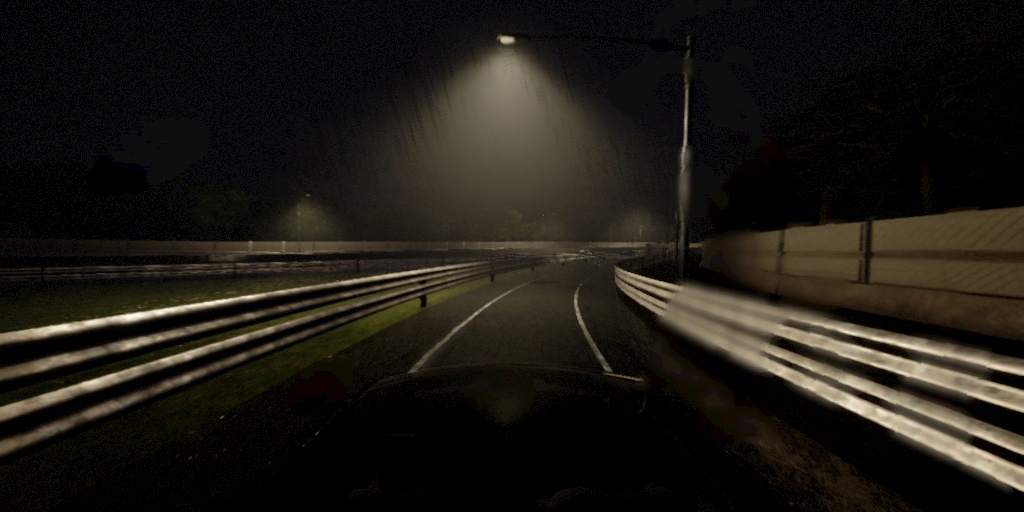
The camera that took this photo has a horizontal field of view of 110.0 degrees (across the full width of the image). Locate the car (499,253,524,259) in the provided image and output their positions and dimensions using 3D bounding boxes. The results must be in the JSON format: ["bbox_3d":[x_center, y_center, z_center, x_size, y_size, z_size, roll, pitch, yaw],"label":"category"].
[{"bbox_3d":[0.347,0.133,59.074,5.357,1.411,2.033,-2,4,-41],"label":"car"}]

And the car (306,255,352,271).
[{"bbox_3d":[-20.639,0.709,40.585,4.553,1.767,2.097,-2,3,-41],"label":"car"}]

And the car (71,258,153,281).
[{"bbox_3d":[-32.963,0.977,29.723,4.553,1.767,2.097,-1,3,-41],"label":"car"}]
